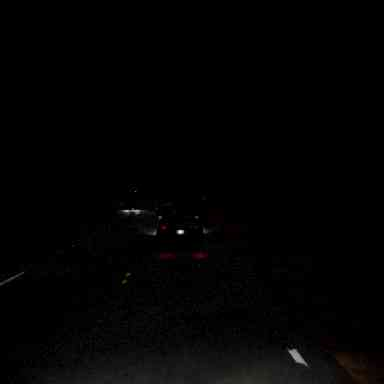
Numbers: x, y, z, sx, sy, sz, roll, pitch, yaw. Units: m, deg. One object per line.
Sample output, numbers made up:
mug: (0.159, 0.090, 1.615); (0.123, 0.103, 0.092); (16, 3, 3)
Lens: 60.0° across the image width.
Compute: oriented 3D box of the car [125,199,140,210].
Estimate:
car: (-8.166, 1.676, 45.342); (2.033, 1.411, 5.357); (0, 0, -12)

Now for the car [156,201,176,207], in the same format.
car: (-2.409, 1.600, 31.377); (1.812, 1.442, 4.674); (0, 0, -8)

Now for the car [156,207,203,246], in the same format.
car: (-0.617, 1.592, 15.465); (1.994, 1.385, 4.181); (0, 0, -4)
